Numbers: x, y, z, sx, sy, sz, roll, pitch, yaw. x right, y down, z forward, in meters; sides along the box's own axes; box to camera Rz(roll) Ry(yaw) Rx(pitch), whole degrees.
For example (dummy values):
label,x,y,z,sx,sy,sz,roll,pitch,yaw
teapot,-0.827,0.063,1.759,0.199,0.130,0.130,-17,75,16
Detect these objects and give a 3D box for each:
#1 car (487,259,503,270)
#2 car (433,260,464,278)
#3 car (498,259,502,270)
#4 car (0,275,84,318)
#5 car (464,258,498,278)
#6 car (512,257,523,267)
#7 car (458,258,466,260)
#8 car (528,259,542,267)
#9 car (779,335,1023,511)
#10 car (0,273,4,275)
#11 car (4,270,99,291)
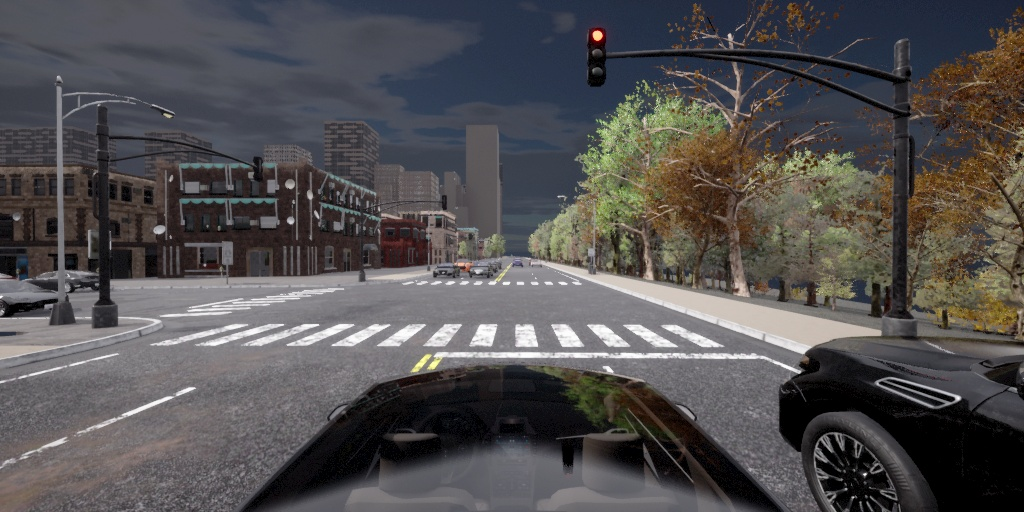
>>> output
label,x,y,z,sx,sy,sz,roll,pitch,yaw
car,-2.503,1.223,53.502,2.128,1.511,4.902,0,0,1
car,-6.080,1.304,33.755,1.994,1.385,4.181,0,0,1
car,-2.673,1.227,43.260,2.128,1.511,4.902,0,0,1
car,-19.766,1.565,13.704,4.313,1.339,1.948,0,0,1
car,-2.820,1.232,33.769,2.128,1.511,4.902,0,0,3
car,1.002,1.252,63.791,1.812,1.442,4.674,0,0,1
car,-5.914,1.088,43.751,2.097,1.767,4.553,0,0,1
car,4.362,1.327,64.121,1.895,1.301,4.718,0,0,1
car,3.322,0.972,0.665,2.150,2.045,5.566,0,0,1
car,-33.493,1.654,22.449,4.207,1.307,1.802,0,0,1
car,-27.958,1.560,22.352,4.403,1.370,2.007,0,0,1
